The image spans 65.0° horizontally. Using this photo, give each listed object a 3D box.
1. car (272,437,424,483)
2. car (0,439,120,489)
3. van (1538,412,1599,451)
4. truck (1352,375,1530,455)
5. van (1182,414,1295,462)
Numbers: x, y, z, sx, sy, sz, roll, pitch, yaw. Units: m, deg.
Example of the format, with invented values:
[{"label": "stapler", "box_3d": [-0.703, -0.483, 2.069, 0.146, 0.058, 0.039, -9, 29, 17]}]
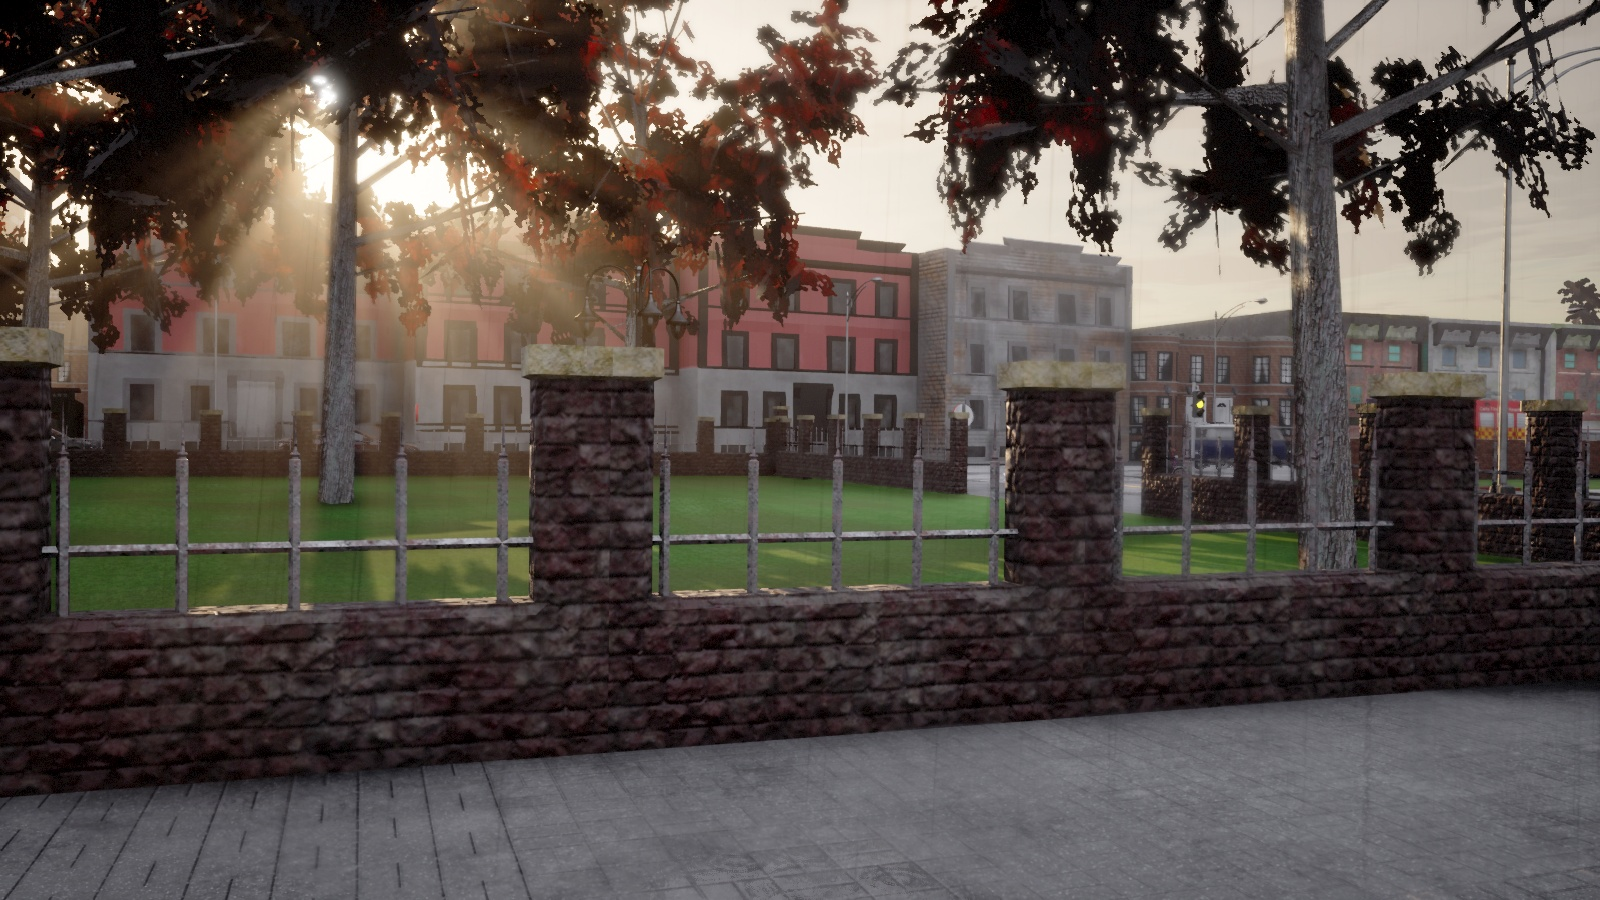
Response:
[{"label": "car", "box_3d": [-15.118, 0.301, 42.160, 4.674, 1.442, 1.812, -1, 1, -19]}, {"label": "car", "box_3d": [-24.059, 0.428, 39.022, 4.892, 1.490, 1.837, -1, 1, -19]}, {"label": "van", "box_3d": [41.292, -0.970, 66.074, 4.442, 1.987, 1.775, -1, 1, -19]}, {"label": "truck", "box_3d": [32.092, -1.736, 62.869, 8.468, 3.827, 2.891, -1, 1, -19]}, {"label": "van", "box_3d": [18.865, -0.532, 54.039, 4.442, 1.987, 1.775, -1, 1, -19]}]
